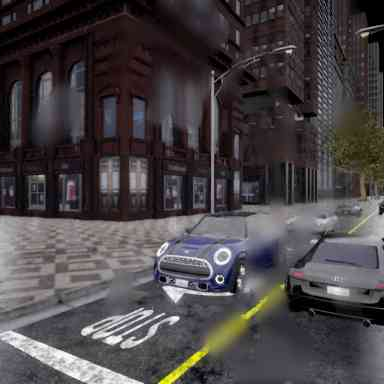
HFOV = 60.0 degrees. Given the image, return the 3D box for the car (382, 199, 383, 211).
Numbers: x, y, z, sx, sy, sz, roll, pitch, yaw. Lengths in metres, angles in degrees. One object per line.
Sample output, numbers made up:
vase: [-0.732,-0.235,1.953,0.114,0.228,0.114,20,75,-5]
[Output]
car: [25.459,1.597,42.377,2.033,1.411,5.357,0,0,32]

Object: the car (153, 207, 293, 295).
car: [0.972,1.354,9.001,2.097,1.767,4.553,0,0,32]

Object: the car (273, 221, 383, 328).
car: [3.416,1.569,7.058,1.994,1.385,4.181,0,0,32]

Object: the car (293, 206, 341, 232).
car: [6.465,1.611,17.800,1.895,1.301,4.718,0,0,32]

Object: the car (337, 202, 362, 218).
car: [14.291,1.585,30.302,1.994,1.385,4.181,0,0,32]

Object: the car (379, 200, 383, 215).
car: [19.991,1.535,33.516,1.837,1.490,4.892,0,0,32]
